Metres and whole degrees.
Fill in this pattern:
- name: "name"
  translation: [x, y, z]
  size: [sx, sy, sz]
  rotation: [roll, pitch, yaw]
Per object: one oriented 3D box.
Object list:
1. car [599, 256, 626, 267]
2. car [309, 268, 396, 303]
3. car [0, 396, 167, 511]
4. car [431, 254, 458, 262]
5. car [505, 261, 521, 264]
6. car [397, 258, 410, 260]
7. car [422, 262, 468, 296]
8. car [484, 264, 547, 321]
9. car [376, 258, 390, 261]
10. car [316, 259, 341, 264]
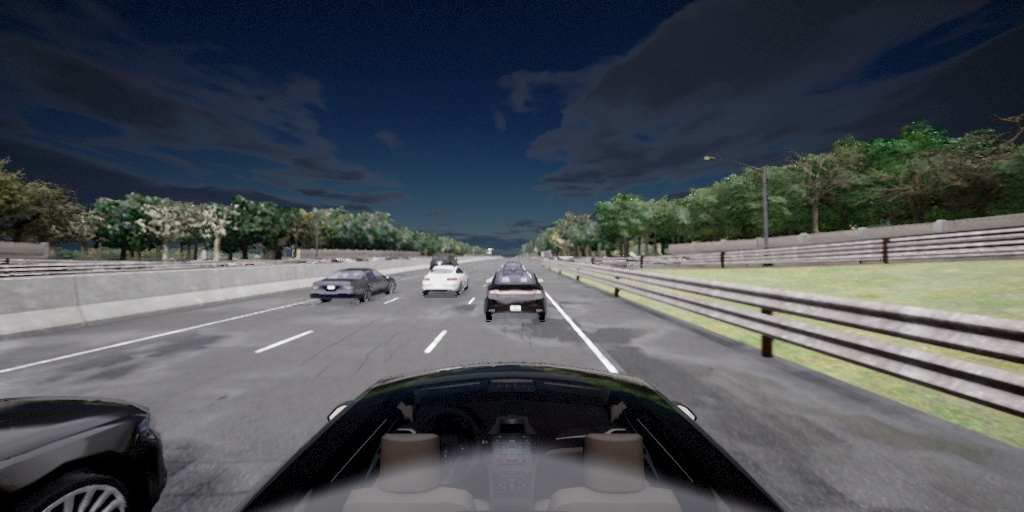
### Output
- name: "car"
  translation: [14.740, 0.757, 52.720]
  size: [2.097, 1.767, 4.553]
  rotation: [0, 0, -18]
- name: "car"
  translation: [-6.904, 1.243, 16.182]
  size: [2.033, 1.411, 5.357]
  rotation: [0, 0, 0]
- name: "car"
  translation: [-3.399, 1.246, 0.540]
  size: [2.128, 1.511, 4.902]
  rotation: [0, 0, 0]
- name: "car"
  translation: [-6.910, 0.829, 36.854]
  size: [2.150, 2.045, 5.566]
  rotation: [0, 0, 0]
- name: "car"
  translation: [0.092, 1.178, 31.737]
  size: [2.033, 1.411, 5.357]
  rotation: [0, 0, 0]
- name: "car"
  translation: [-17.524, 1.030, 57.665]
  size: [1.837, 1.490, 4.892]
  rotation: [0, 0, 0]
- name: "car"
  translation: [-3.404, 1.211, 18.762]
  size: [1.812, 1.442, 4.674]
  rotation: [0, 0, 0]
- name: "car"
  translation: [0.097, 1.203, 12.233]
  size: [2.128, 1.511, 4.902]
  rotation: [0, 0, 0]
- name: "car"
  translation: [-21.017, 1.052, 58.387]
  size: [1.812, 1.442, 4.674]
  rotation: [0, 0, 0]
- name: "car"
  translation: [-24.587, 1.083, 47.977]
  size: [1.812, 1.442, 4.674]
  rotation: [0, 0, 0]
